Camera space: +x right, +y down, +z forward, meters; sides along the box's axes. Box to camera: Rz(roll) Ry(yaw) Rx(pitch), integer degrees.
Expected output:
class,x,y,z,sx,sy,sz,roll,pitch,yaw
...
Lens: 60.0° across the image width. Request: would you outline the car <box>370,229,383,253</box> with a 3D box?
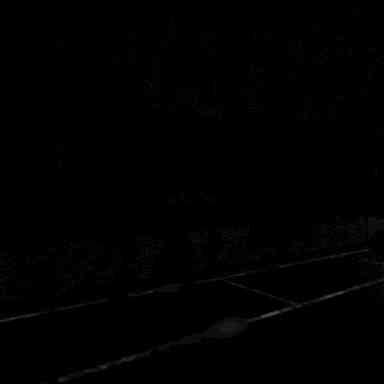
class,x,y,z,sx,sy,sz,roll,pitch,yaw
car,8.490,1.622,12.706,4.206,1.307,1.802,0,0,-36
